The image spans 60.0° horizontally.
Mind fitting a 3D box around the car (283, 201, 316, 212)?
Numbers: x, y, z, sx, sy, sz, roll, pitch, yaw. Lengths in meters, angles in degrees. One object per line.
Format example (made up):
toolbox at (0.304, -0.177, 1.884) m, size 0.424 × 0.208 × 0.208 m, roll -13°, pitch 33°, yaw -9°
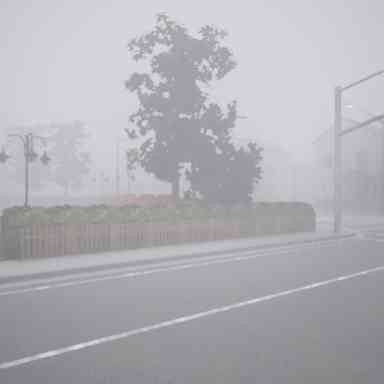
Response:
car at (9.777, 1.677, 32.770) m, size 1.837 × 1.490 × 4.892 m, roll 0°, pitch 0°, yaw -35°
